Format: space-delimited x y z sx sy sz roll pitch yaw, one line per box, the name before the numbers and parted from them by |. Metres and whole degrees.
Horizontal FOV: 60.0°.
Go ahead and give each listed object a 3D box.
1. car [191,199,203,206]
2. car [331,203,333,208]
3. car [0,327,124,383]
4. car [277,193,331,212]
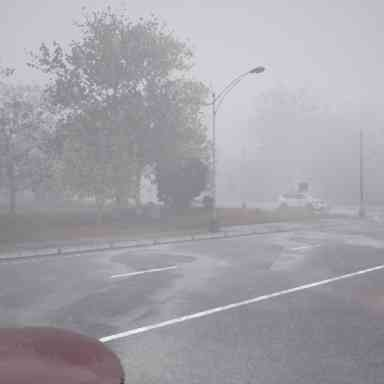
car | 0.193 1.503 54.029 1.895 1.301 4.718 0 0 -37
car | 14.822 1.410 40.680 1.812 1.442 4.674 0 0 -37
car | -2.638 1.526 1.806 4.674 1.442 1.812 0 0 -36
car | 12.440 1.122 38.057 2.150 2.045 5.566 0 0 -38
